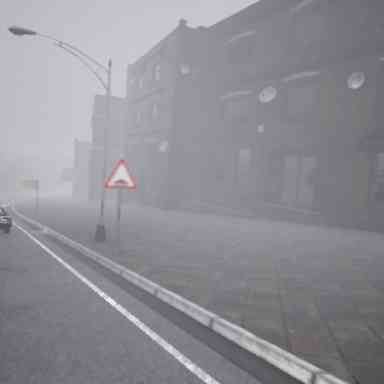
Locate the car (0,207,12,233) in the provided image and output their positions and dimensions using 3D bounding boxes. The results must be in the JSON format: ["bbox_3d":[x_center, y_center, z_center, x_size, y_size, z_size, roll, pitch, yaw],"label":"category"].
[{"bbox_3d":[-10.683,1.400,17.406,1.895,1.301,4.718,1,0,-34],"label":"car"}]
